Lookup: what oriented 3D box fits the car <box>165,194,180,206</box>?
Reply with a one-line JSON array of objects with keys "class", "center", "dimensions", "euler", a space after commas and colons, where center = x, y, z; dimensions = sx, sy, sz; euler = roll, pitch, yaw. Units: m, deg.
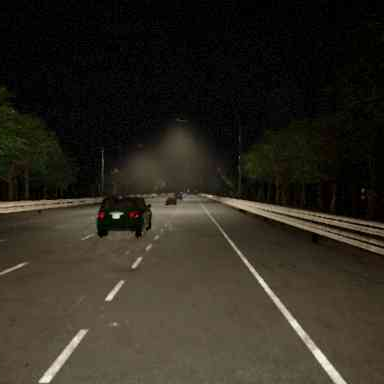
[{"class": "car", "center": [-3.512, 1.580, 57.151], "dimensions": [1.812, 1.442, 4.674], "euler": [0, 0, 0]}]

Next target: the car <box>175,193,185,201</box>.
[{"class": "car", "center": [-3.516, 1.268, 86.866], "dimensions": [2.150, 2.045, 5.566], "euler": [0, 0, 0]}]

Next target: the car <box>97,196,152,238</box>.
[{"class": "car", "center": [-3.503, 1.235, 18.064], "dimensions": [2.150, 2.045, 5.566], "euler": [0, 0, 0]}]
